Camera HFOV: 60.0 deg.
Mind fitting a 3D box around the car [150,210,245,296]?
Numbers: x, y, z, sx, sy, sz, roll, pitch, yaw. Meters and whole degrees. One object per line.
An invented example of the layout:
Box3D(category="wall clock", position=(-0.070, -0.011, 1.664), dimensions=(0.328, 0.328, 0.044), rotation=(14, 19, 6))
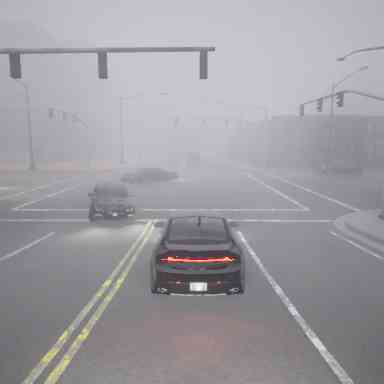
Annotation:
Box3D(category="car", position=(0.116, 1.200, 8.071), dimensions=(1.837, 1.490, 4.892), rotation=(0, 4, 0))

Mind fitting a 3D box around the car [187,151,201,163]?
Box3D(category="car", position=(0.293, -6.104, 58.016), dimensions=(2.150, 2.045, 5.566), rotation=(0, 8, 0))

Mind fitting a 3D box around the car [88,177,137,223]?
Box3D(category="car", position=(-3.894, 0.380, 16.101), dimensions=(1.837, 1.490, 4.892), rotation=(2, 7, -18))

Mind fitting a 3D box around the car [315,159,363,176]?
Box3D(category="car", position=(15.671, -2.657, 35.552), dimensions=(4.553, 1.767, 2.097), rotation=(0, 8, 0))

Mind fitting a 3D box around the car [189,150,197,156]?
Box3D(category="car", position=(0.294, -10.452, 89.591), dimensions=(2.033, 1.411, 5.357), rotation=(0, 8, 0))

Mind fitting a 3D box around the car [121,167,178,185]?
Box3D(category="car", position=(-3.645, -1.485, 29.037), dimensions=(2.033, 1.411, 5.357), rotation=(8, 12, 43))
